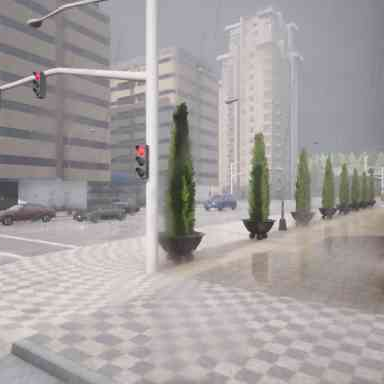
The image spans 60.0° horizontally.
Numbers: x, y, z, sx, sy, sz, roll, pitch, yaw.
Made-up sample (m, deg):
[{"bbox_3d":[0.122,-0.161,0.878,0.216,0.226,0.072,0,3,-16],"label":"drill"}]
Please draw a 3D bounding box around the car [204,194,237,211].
[{"bbox_3d":[3.674,1.277,41.836,2.150,2.045,5.566,0,0,35],"label":"car"}]

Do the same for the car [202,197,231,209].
[{"bbox_3d":[3.581,1.560,47.843,1.837,1.490,4.892,0,0,35],"label":"car"}]

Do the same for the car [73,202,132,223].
[{"bbox_3d":[-7.160,1.619,26.121,1.994,1.385,4.181,0,0,35],"label":"car"}]

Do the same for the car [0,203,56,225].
[{"bbox_3d":[-12.429,1.581,24.602,1.812,1.442,4.674,0,0,34],"label":"car"}]

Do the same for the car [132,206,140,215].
[{"bbox_3d":[-7.288,1.656,32.109,1.895,1.301,4.718,0,0,35],"label":"car"}]
